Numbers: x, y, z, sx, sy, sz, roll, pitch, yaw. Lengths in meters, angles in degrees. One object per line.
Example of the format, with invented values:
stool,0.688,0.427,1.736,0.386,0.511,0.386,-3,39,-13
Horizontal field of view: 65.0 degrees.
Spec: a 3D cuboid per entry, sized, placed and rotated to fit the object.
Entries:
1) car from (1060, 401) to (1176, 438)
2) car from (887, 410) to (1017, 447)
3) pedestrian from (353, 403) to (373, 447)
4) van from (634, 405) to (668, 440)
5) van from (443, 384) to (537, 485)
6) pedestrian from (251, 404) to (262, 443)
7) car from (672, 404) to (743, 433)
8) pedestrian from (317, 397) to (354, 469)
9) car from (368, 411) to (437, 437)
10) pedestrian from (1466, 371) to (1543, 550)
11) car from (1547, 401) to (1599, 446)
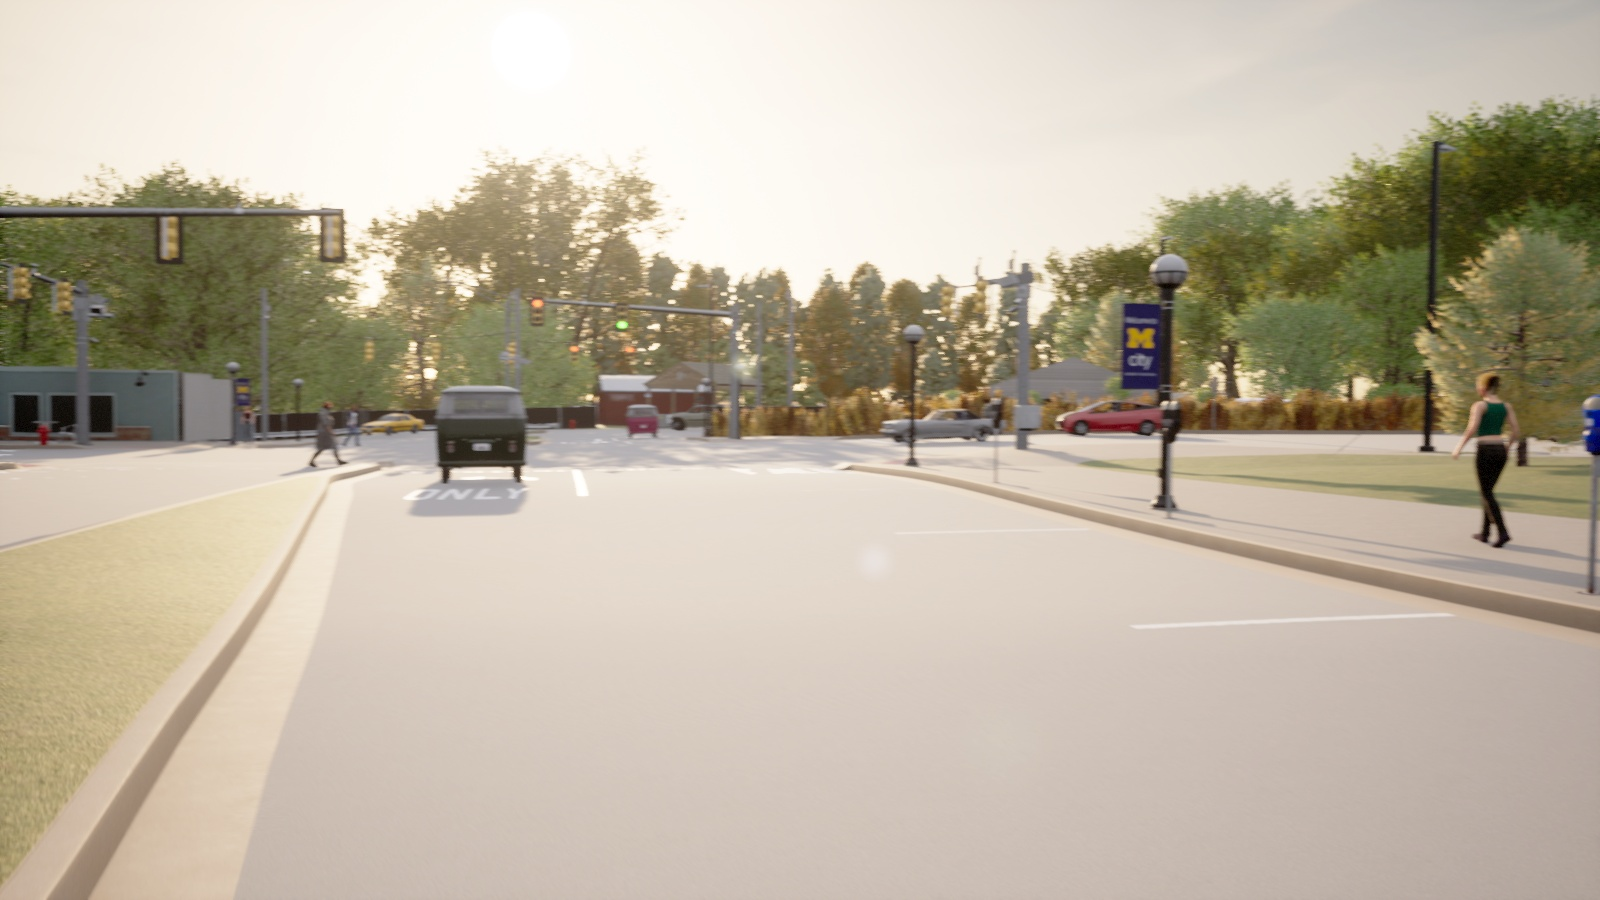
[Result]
car,13.699,-1.329,54.244,4.514,1.525,2.007,0,3,2
car,5.953,-0.880,49.397,4.718,1.301,1.895,-1,3,-11
pedestrian,-18.785,-1.078,53.954,0.706,1.836,0.354,1,2,8
van,-8.925,-1.659,75.031,1.775,1.987,4.442,-1,3,-9
van,-6.633,-0.330,26.877,1.775,1.987,4.442,0,1,-14
pedestrian,-25.869,-1.274,59.792,0.345,1.836,0.594,1,2,-7
car,-6.351,-2.189,86.480,4.605,1.855,1.932,-1,3,7
pedestrian,-12.765,-0.463,34.531,0.873,1.952,0.659,0,2,-11
car,-27.669,-1.848,87.621,1.801,1.575,5.366,0,3,18
pedestrian,7.408,0.102,13.223,0.345,1.836,0.594,0,2,-11
car,31.583,-1.035,48.139,4.611,1.667,2.242,-1,2,-7
